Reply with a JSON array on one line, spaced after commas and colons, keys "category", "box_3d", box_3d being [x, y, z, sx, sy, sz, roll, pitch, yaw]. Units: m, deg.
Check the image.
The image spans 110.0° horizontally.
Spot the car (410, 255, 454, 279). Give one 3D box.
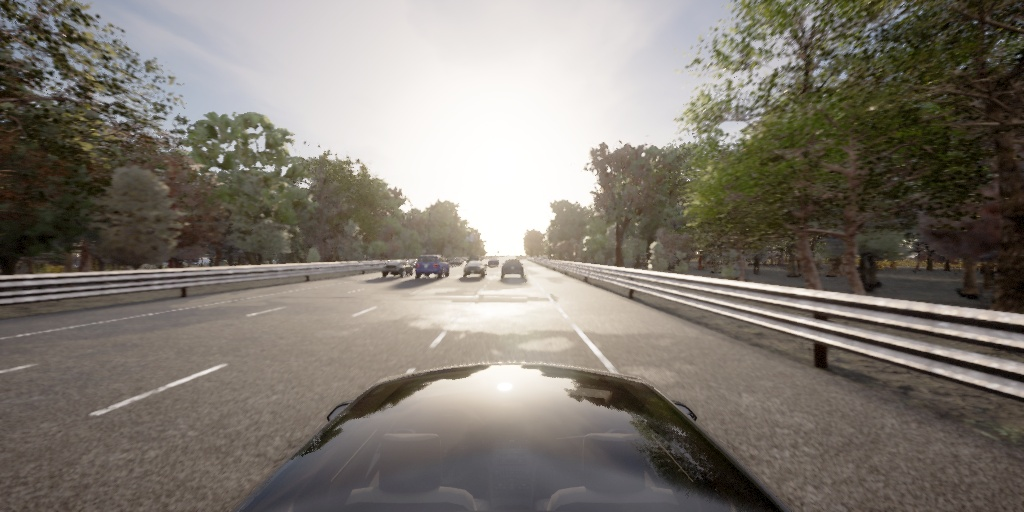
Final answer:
[{"category": "car", "box_3d": [-6.954, 0.907, 31.774, 2.150, 2.045, 5.566, 0, 1, 0]}]

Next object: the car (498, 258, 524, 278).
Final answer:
[{"category": "car", "box_3d": [0.061, 1.030, 33.155, 2.097, 1.767, 4.553, 0, 0, 1]}]

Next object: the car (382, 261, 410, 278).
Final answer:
[{"category": "car", "box_3d": [-10.438, 1.187, 33.132, 1.837, 1.490, 4.892, 0, 0, 1]}]

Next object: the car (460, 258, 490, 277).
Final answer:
[{"category": "car", "box_3d": [-3.432, 1.204, 33.751, 1.812, 1.442, 4.674, 0, 0, 1]}]
